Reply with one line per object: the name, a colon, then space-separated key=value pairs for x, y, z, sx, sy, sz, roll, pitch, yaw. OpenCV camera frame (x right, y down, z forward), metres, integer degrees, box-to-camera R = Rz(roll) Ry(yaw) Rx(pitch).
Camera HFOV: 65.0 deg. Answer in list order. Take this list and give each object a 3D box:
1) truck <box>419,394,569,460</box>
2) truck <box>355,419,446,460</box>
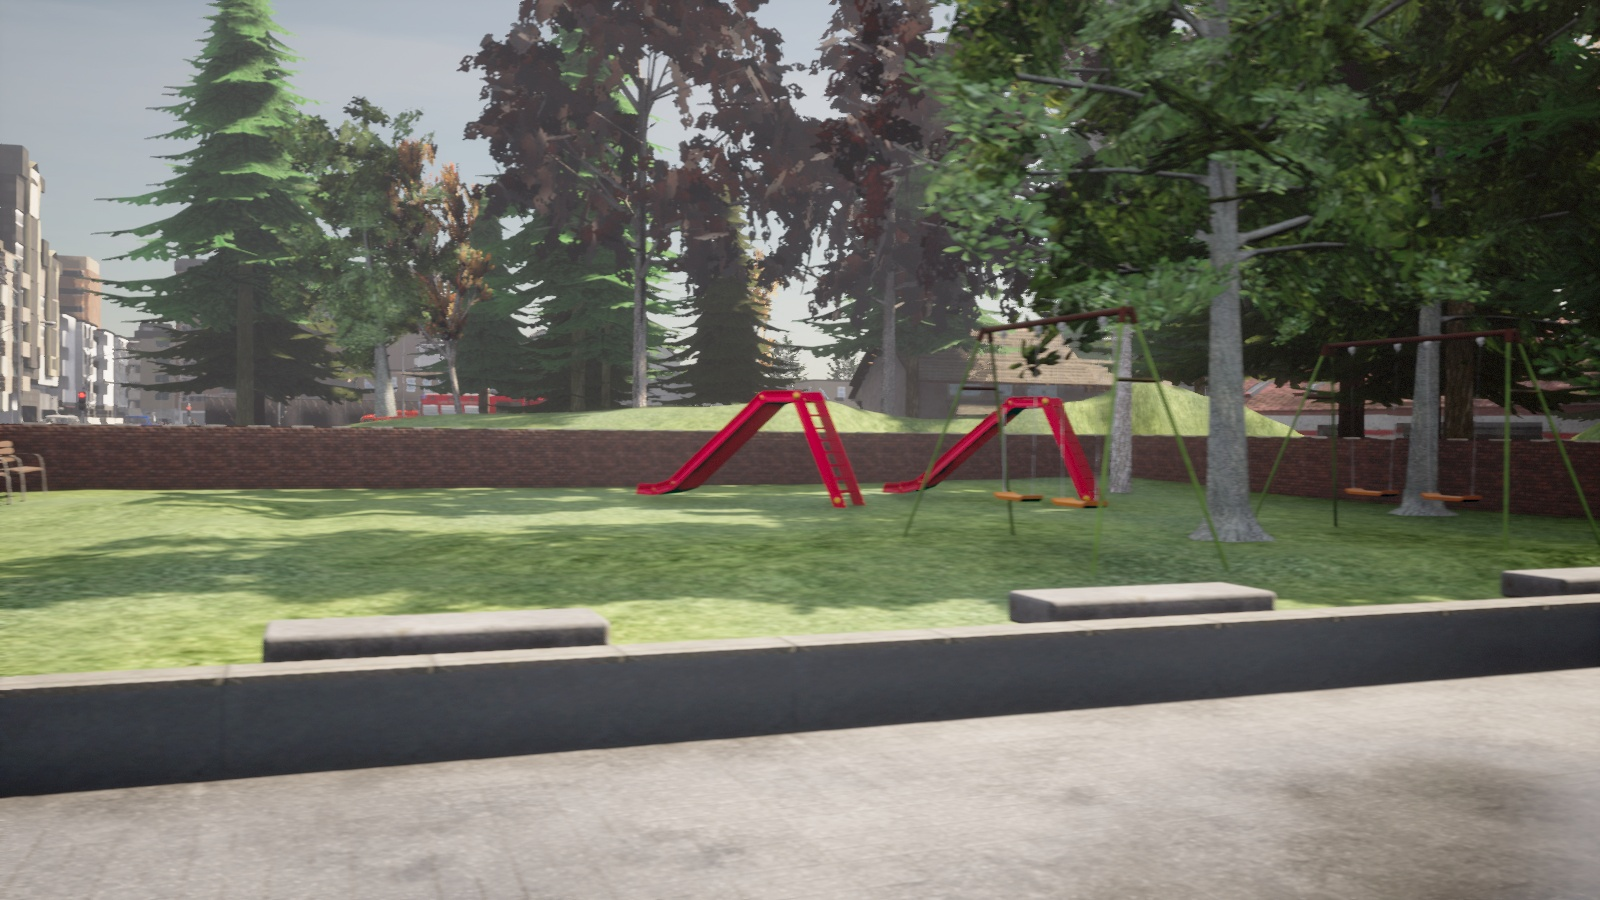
truck: x=-18.524 y=-1.405 z=76.086 sx=8.468 sy=3.827 sz=2.891 roll=-1 pitch=1 yaw=-21
truck: x=-24.829 y=-0.680 z=78.017 sx=5.204 sy=2.467 sz=2.627 roll=0 pitch=1 yaw=-22
